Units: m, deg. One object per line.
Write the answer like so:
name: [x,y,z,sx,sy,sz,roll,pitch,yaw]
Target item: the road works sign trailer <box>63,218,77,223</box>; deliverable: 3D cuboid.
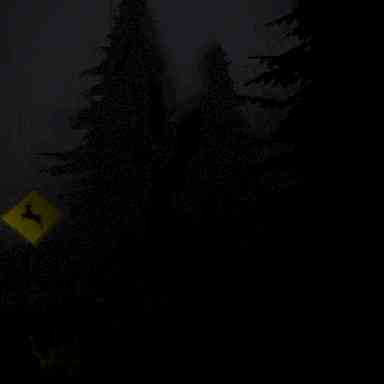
road works sign trailer: [-12.051,3.345,33.017,2.880,2.380,3.560,24,-4,0]
